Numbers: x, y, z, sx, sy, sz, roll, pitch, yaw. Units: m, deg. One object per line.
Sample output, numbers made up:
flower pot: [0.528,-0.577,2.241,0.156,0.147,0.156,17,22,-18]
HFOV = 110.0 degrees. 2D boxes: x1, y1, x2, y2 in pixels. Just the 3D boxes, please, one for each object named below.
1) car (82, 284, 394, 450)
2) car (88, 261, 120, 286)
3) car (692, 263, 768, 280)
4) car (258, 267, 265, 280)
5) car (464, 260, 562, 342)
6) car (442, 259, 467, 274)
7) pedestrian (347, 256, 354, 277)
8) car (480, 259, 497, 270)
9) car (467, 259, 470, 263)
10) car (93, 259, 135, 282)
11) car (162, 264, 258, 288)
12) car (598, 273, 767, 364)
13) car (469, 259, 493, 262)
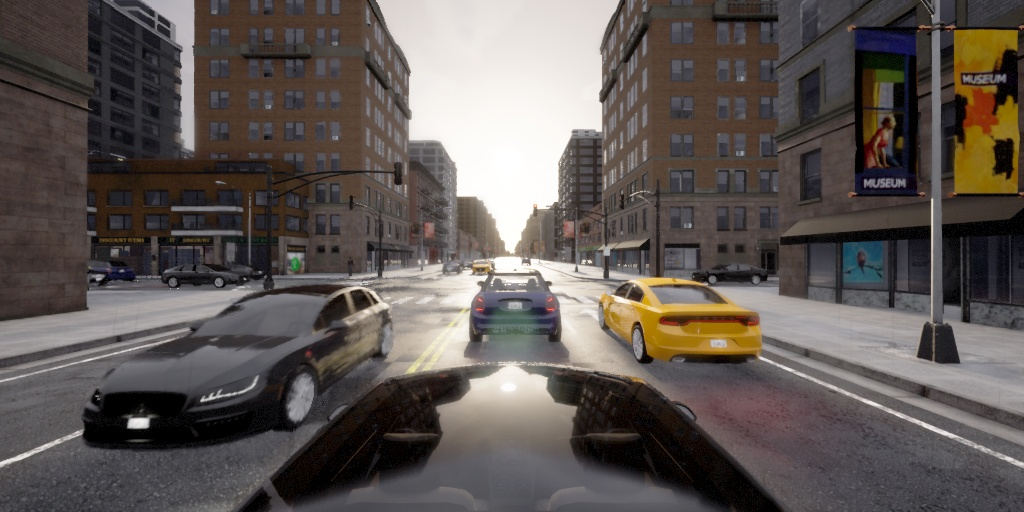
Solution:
car: [-3.354,1.256,5.646,1.837,1.490,4.892,0,0,0]
car: [-29.101,1.232,23.146,4.902,1.511,2.128,0,0,0]
car: [15.849,1.268,26.282,5.008,1.535,1.882,0,0,1]
car: [-22.161,1.330,28.605,4.313,1.339,1.948,0,0,0]
car: [0.079,1.102,9.935,2.097,1.767,4.553,0,0,0]
car: [-6.666,1.241,40.667,2.128,1.511,4.902,0,0,-1]
pedestrian: [-14.183,0.920,31.452,0.375,1.860,0.375,0,0,0]
car: [-3.417,1.237,52.939,2.128,1.511,4.902,0,0,0]
car: [-6.667,1.238,53.953,2.128,1.511,4.902,0,0,0]
car: [-30.496,1.104,26.091,4.553,1.767,2.097,0,0,0]
car: [-19.613,1.249,23.110,4.892,1.490,1.837,0,0,0]
car: [3.317,1.228,8.133,1.882,1.535,5.008,0,0,1]
car: [-3.405,1.227,41.273,1.882,1.535,5.008,0,0,0]
